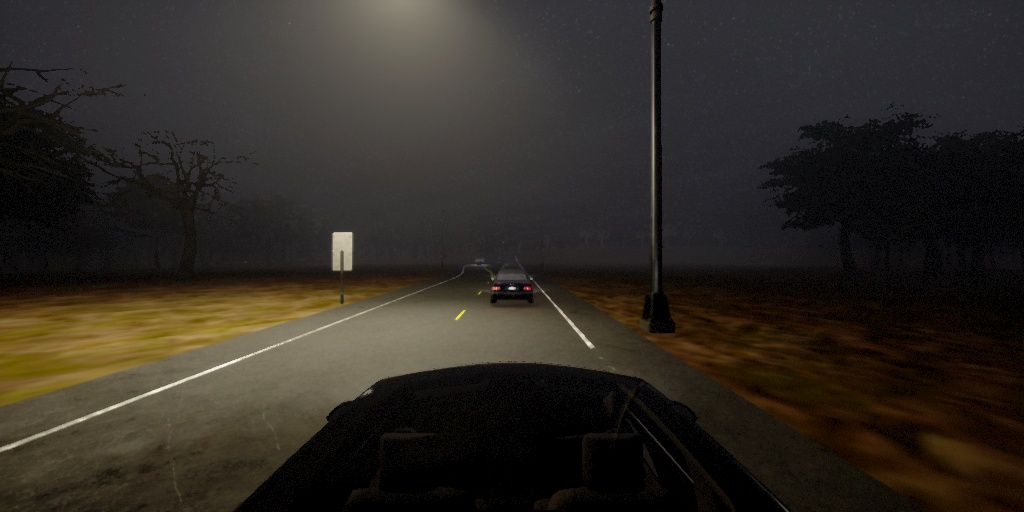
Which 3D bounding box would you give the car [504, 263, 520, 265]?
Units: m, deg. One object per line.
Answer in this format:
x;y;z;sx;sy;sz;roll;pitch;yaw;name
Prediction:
0.000;1.289;31.503;1.812;1.442;4.674;0;0;0;car

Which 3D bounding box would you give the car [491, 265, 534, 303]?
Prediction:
0.000;1.316;16.500;2.033;1.411;5.357;0;0;0;car
